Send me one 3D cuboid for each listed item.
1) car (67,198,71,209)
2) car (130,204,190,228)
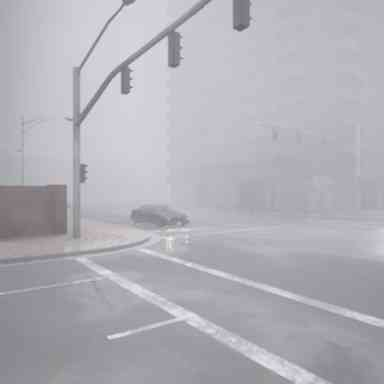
[{"bbox_3d":[-17.132,1.227,42.702,2.097,1.767,4.553,0,0,-36],"label":"car"},{"bbox_3d":[-2.310,1.531,22.203,2.033,1.411,5.357,0,0,-36],"label":"car"}]
